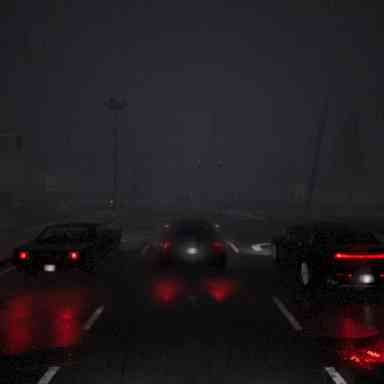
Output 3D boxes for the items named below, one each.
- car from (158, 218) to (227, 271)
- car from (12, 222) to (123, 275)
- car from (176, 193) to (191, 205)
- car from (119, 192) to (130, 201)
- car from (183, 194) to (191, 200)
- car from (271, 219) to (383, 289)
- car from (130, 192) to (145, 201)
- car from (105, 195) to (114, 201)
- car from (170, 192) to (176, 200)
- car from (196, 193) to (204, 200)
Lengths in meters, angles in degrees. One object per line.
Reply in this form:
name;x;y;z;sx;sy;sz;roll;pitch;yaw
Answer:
car;0.005;1.551;10.915;1.994;1.385;4.181;0;0;0
car;-3.496;1.588;10.414;1.895;1.301;4.718;0;0;0
car;-1.309;1.283;58.648;2.097;1.767;4.553;0;0;0
car;-16.318;1.130;80.996;2.150;2.045;5.566;0;0;0
car;-1.321;1.415;90.020;2.128;1.511;4.902;0;0;0
car;3.503;1.494;9.093;1.837;1.490;4.892;0;0;0
car;-12.818;1.130;81.000;2.150;2.045;5.566;0;0;0
car;-19.818;1.429;81.022;1.812;1.442;4.674;0;0;0
car;-4.821;1.115;89.656;2.150;2.045;5.566;0;0;0
car;2.179;1.244;89.974;2.097;1.767;4.553;0;0;0
